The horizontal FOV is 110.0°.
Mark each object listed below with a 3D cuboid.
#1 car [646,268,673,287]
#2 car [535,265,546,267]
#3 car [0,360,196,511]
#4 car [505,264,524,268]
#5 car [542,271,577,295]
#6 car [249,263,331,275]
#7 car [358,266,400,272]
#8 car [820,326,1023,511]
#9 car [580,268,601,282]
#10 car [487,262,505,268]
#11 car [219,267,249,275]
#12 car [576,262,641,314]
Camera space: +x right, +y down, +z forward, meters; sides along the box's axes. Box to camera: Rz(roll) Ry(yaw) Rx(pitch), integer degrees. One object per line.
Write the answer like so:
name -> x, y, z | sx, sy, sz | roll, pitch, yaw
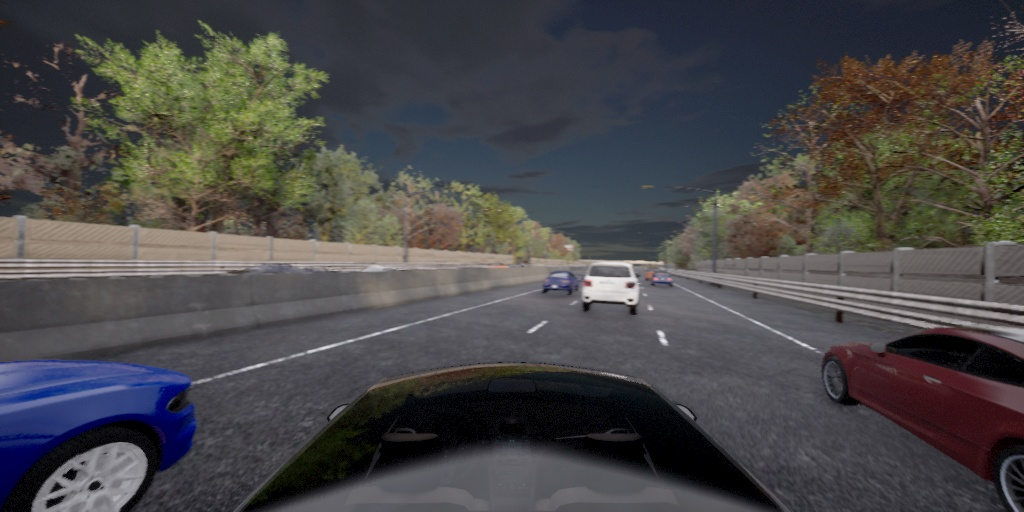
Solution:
car -> 14.412, 2.185, 34.696 | 2.033, 1.411, 5.357 | 1, -1, 19
car -> 4.821, 2.235, 61.469 | 1.882, 1.535, 5.008 | 1, -1, 19
car -> -4.207, 1.098, 1.212 | 1.882, 1.535, 5.008 | 1, -1, 19
car -> 0.923, 2.135, 60.871 | 1.837, 1.490, 4.892 | 1, -1, 19
car -> 3.262, 1.677, 23.433 | 1.812, 1.442, 4.674 | 1, -1, 19
car -> -12.435, 1.263, 21.306 | 1.895, 1.301, 4.718 | 1, -1, 19
car -> -8.411, 1.319, 22.287 | 1.812, 1.442, 4.674 | 1, -1, 19
car -> 5.171, 1.455, 3.621 | 1.812, 1.442, 4.674 | 1, -1, 19
car -> 8.881, 2.079, 40.144 | 1.812, 1.442, 4.674 | 1, -1, 19
car -> -2.584, 1.888, 61.412 | 2.097, 1.767, 4.553 | 1, -1, 19
car -> -15.536, 1.144, 23.047 | 2.033, 1.411, 5.357 | 1, -1, 19
car -> 4.519, 1.307, 16.172 | 2.150, 2.045, 5.566 | 1, -1, 19
